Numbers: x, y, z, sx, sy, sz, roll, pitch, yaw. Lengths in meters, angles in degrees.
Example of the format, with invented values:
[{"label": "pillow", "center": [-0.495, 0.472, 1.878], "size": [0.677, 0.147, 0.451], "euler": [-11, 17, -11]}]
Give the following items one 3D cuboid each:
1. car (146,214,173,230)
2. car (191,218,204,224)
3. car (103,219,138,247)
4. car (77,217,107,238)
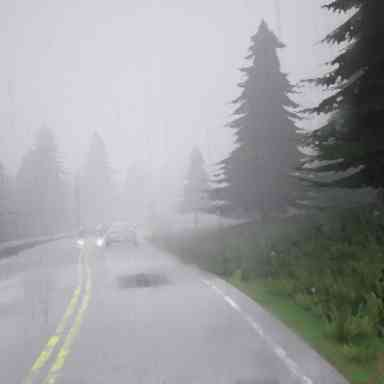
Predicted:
[{"label": "car", "center": [-4.052, 3.846, 42.161], "size": [2.150, 2.045, 5.566], "euler": [0, -4, 12]}, {"label": "car", "center": [1.208, 6.161, 71.736], "size": [1.837, 1.490, 4.892], "euler": [0, -4, 15]}, {"label": "car", "center": [-4.483, 2.644, 21.414], "size": [1.812, 1.442, 4.674], "euler": [-1, -4, -11]}, {"label": "car", "center": [-8.689, 3.147, 30.108], "size": [2.097, 1.767, 4.553], "euler": [-1, -4, 0]}]
